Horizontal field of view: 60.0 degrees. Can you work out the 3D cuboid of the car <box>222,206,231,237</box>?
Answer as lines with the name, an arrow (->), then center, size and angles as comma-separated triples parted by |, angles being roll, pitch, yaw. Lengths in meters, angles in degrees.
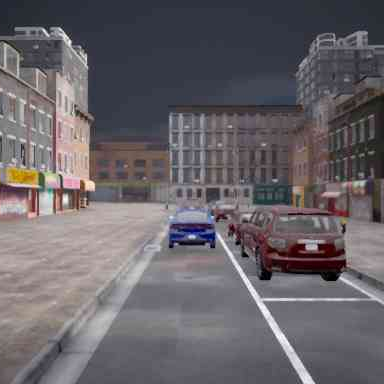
car -> 2.644, 1.548, 15.250 | 1.887, 1.381, 4.507 | 0, 0, 0

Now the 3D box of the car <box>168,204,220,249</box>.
car -> 0.000, 1.489, 14.650 | 1.882, 1.535, 5.008 | 0, 0, 0

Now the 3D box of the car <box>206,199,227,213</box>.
car -> 2.644, 1.576, 37.264 | 2.008, 1.369, 4.403 | 0, 0, 0

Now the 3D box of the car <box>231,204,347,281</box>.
car -> 2.647, 1.315, 9.746 | 2.192, 1.841, 5.009 | 0, 0, 0

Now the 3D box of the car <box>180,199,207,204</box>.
car -> 0.000, 1.384, 29.621 | 2.097, 1.767, 4.553 | 0, 0, 0

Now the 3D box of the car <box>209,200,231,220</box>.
car -> 2.644, 1.558, 26.257 | 1.887, 1.381, 4.507 | 0, 0, 0
